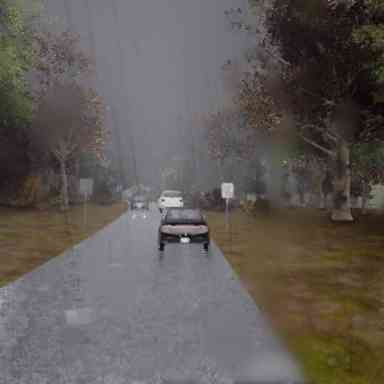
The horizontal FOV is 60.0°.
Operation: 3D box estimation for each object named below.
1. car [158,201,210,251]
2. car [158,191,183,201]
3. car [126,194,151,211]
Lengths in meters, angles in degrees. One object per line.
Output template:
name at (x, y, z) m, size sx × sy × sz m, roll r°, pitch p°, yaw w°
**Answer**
car at (-0.369, 1.363, 13.538) m, size 2.128 × 1.511 × 4.902 m, roll 1°, pitch 1°, yaw -3°
car at (-2.125, 0.915, 32.443) m, size 2.150 × 2.045 × 5.566 m, roll 1°, pitch 0°, yaw -7°
car at (-5.354, 1.125, 34.204) m, size 2.128 × 1.511 × 4.902 m, roll 1°, pitch 0°, yaw -8°
